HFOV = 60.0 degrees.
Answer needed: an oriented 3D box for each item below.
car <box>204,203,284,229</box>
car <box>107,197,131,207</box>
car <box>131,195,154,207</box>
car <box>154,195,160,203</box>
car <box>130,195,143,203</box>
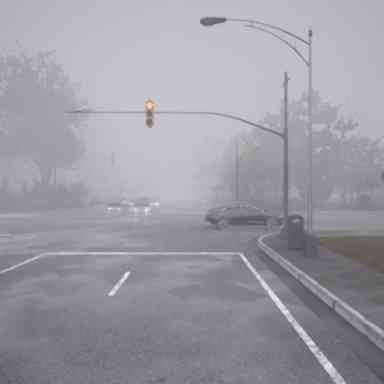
[{"bbox_3d":[3.177,1.441,20.318,4.902,1.511,2.128,0,0,-3],"label":"car"},{"bbox_3d":[-10.639,1.425,47.710,2.033,1.411,5.357,0,0,0],"label":"car"},{"bbox_3d":[-7.139,1.381,48.278,1.837,1.490,4.892,0,0,0],"label":"car"},{"bbox_3d":[-7.244,1.281,64.695,2.128,1.511,4.902,0,0,-1],"label":"car"},{"bbox_3d":[-10.726,1.318,64.315,1.812,1.442,4.674,0,0,-1],"label":"car"}]
